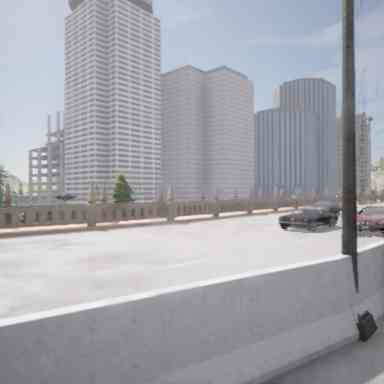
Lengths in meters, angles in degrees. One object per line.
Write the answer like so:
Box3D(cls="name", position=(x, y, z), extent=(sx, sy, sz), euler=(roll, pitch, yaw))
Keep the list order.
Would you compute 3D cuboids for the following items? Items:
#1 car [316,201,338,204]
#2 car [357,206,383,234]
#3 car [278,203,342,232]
Box3D(cls="car", position=(12.619, 1.511, 31.405), extent=(2.033, 1.411, 5.357), euler=(0, 0, 42))
Box3D(cls="car", position=(10.178, 1.491, 18.209), extent=(1.812, 1.442, 4.674), euler=(0, 0, 43))
Box3D(cls="car", position=(7.071, 1.583, 20.000), extent=(1.895, 1.301, 4.718), euler=(0, 0, 43))
